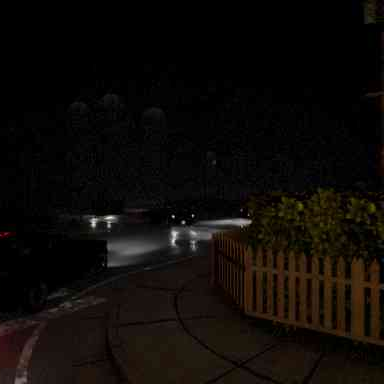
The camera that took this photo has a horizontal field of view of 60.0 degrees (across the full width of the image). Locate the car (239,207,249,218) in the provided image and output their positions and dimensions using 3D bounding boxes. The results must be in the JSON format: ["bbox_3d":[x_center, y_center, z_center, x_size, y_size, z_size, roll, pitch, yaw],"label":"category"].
[{"bbox_3d":[6.005,1.601,29.636,1.895,1.301,4.718,0,0,35],"label":"car"}]

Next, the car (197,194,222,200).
[{"bbox_3d":[3.494,1.492,56.309,2.128,1.511,4.902,0,0,35],"label":"car"}]

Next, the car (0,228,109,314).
[{"bbox_3d":[-3.573,1.601,7.652,1.895,1.301,4.718,0,0,7],"label":"car"}]

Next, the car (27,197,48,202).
[{"bbox_3d":[-22.884,1.506,49.217,4.193,1.474,1.816,0,0,35],"label":"car"}]

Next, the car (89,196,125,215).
[{"bbox_3d":[-8.314,1.478,33.788,1.882,1.535,5.008,0,0,6],"label":"car"}]

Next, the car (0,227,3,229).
[{"bbox_3d":[-8.351,1.564,10.978,4.181,1.385,1.994,0,0,-34],"label":"car"}]

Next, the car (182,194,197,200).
[{"bbox_3d":[0.967,1.310,61.565,4.605,1.855,1.932,0,0,35],"label":"car"}]

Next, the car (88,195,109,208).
[{"bbox_3d":[-11.599,1.521,42.925,3.905,1.438,1.784,0,0,35],"label":"car"}]

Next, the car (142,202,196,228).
[{"bbox_3d":[-1.680,1.601,22.690,1.895,1.301,4.718,0,0,-32],"label":"car"}]

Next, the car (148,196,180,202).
[{"bbox_3d":[-4.227,1.478,45.138,1.882,1.535,5.008,0,0,34],"label":"car"}]

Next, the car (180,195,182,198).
[{"bbox_3d":[-2.036,1.480,80.620,4.611,1.667,2.242,0,0,35],"label":"car"}]
